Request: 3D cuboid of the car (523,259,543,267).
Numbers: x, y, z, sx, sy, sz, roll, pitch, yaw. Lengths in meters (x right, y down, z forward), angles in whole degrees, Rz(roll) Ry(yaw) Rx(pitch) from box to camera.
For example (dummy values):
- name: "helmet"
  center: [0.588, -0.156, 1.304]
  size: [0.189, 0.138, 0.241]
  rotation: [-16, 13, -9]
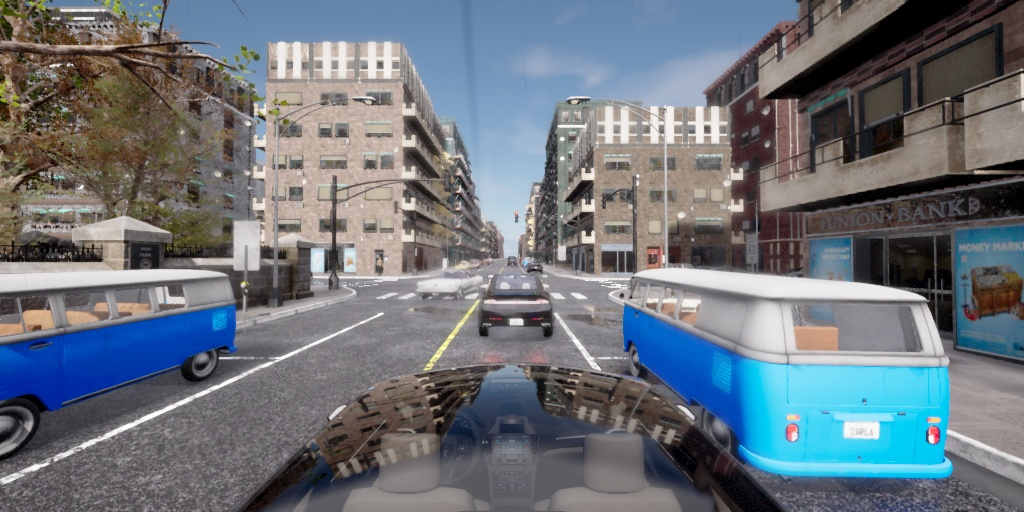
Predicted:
- name: "car"
  center: [2.699, 1.330, 42.532]
  size: [1.948, 1.339, 4.313]
  rotation: [0, 0, 0]

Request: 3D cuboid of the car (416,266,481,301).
- name: "car"
  center: [-2.950, 1.356, 17.749]
  size: [1.895, 1.301, 4.718]
  rotation: [0, 0, 11]

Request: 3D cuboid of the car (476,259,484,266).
- name: "car"
  center: [-5.680, 1.208, 53.819]
  size: [1.967, 1.591, 4.097]
  rotation: [0, 0, 0]

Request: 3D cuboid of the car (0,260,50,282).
- name: "car"
  center: [-36.507, 1.044, 25.532]
  size: [4.892, 1.490, 1.837]
  rotation: [0, -1, 1]

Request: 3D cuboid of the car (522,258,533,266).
- name: "car"
  center: [2.700, 1.317, 48.174]
  size: [2.007, 1.370, 4.403]
  rotation: [0, 0, 0]

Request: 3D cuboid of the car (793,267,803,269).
- name: "car"
  center: [24.918, 1.547, 30.561]
  size: [4.313, 1.339, 1.948]
  rotation: [0, 0, 1]

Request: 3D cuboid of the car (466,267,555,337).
- name: "car"
  center: [0.102, 1.244, 10.315]
  size: [2.128, 1.511, 4.902]
  rotation: [0, 0, 0]

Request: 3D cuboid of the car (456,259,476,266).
- name: "car"
  center: [-5.681, 1.289, 42.363]
  size: [1.751, 1.417, 4.829]
  rotation: [0, 0, 0]

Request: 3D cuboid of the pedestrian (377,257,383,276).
- name: "pedestrian"
  center: [-12.533, 0.967, 33.977]
  size: [0.375, 1.860, 0.375]
  rotation: [0, -1, 1]

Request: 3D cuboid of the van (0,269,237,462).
- name: "van"
  center: [-5.655, 1.092, 4.589]
  size: [1.690, 1.789, 3.998]
  rotation: [0, 0, 0]

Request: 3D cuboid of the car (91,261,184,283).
- name: "car"
  center: [-26.409, 1.119, 25.403]
  size: [4.674, 1.442, 1.812]
  rotation: [0, -1, 1]

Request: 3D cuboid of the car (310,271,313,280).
- name: "car"
  center: [-16.583, 0.999, 25.286]
  size: [4.553, 1.767, 2.097]
  rotation: [0, -1, 1]

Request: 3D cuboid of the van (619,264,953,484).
- name: "van"
  center: [2.659, 1.092, 4.585]
  size: [1.690, 1.789, 3.998]
  rotation: [0, 0, 0]

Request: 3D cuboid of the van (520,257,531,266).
- name: "van"
  center: [2.703, 1.112, 59.459]
  size: [1.690, 1.789, 3.998]
  rotation: [0, 0, 0]
